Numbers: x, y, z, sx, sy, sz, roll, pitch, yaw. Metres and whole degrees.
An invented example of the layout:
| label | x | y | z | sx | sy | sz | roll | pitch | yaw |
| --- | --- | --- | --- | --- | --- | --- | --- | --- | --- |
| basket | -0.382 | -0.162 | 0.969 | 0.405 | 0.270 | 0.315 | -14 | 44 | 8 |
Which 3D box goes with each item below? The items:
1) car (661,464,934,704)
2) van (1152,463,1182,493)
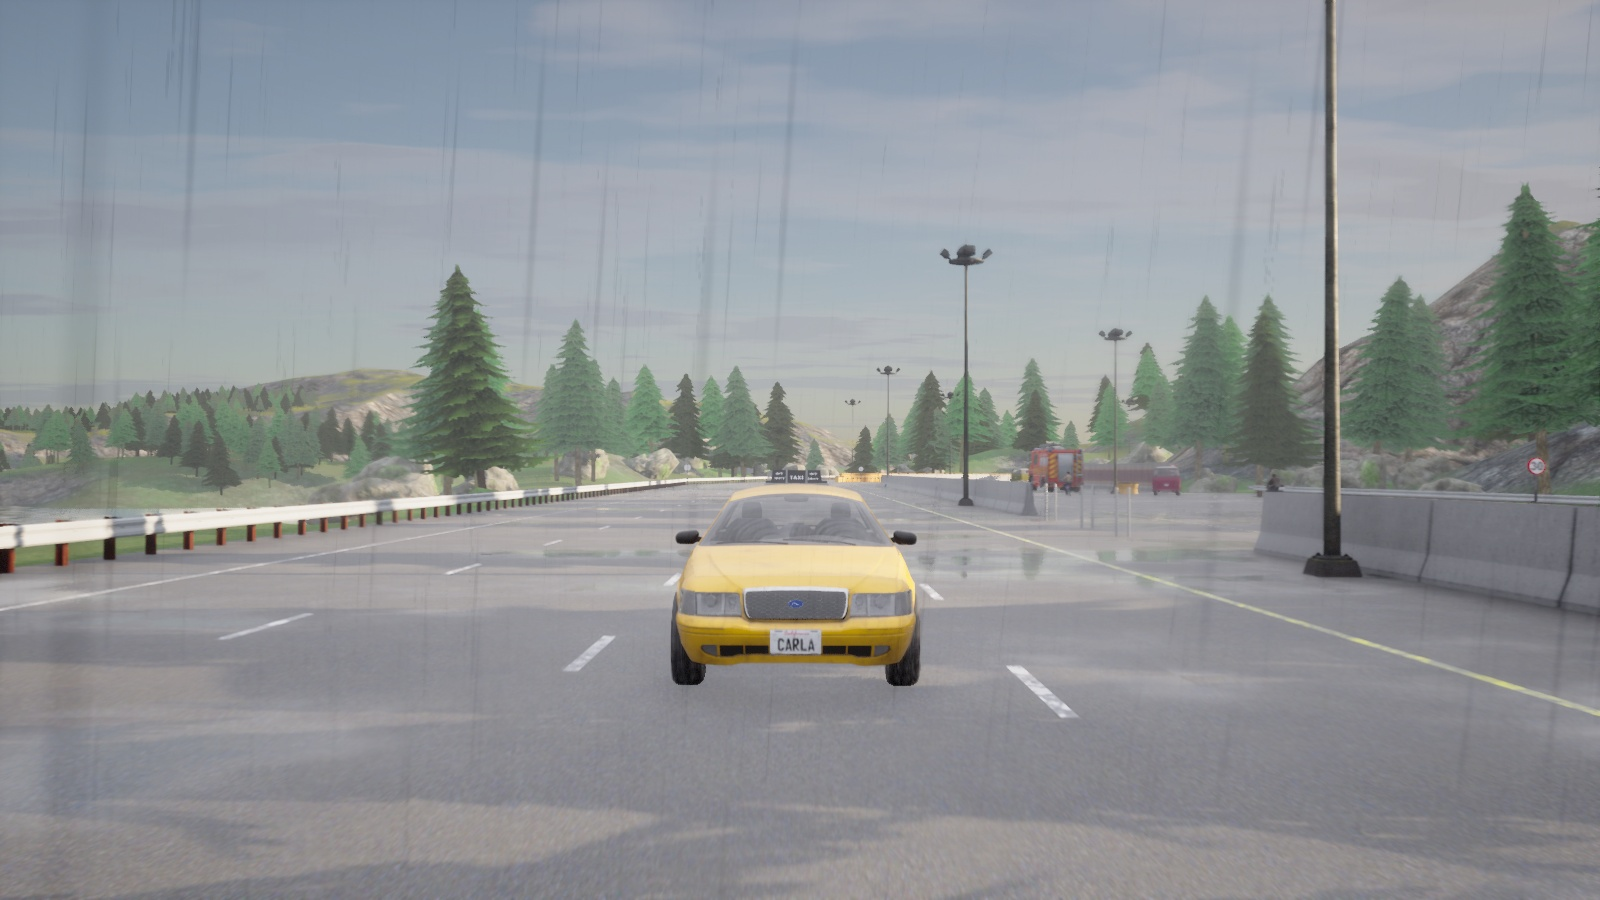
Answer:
| label | x | y | z | sx | sy | sz | roll | pitch | yaw |
| --- | --- | --- | --- | --- | --- | --- | --- | --- | --- |
| car | -0.026 | 0.940 | 10.980 | 1.801 | 1.575 | 5.366 | 0 | -1 | 0 |
| van | 25.076 | 1.901 | 85.671 | 1.775 | 1.987 | 4.442 | -1 | -1 | 18 |
